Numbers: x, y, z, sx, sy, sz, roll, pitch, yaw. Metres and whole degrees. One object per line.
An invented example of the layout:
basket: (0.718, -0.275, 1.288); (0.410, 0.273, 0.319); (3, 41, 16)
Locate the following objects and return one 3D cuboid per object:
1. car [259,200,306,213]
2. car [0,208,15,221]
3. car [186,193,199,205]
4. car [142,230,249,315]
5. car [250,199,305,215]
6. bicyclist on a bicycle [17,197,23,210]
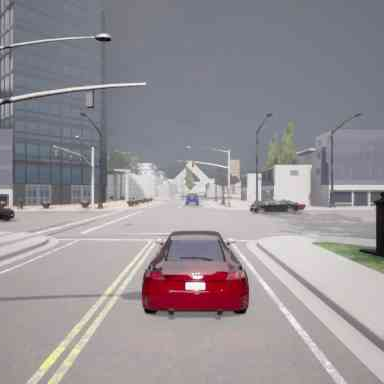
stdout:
car: (10.004, 1.599, 37.106); (4.718, 1.301, 1.895); (0, 0, 2)
car: (-16.612, 1.587, 26.091); (5.008, 1.535, 1.882); (-1, 0, 0)
car: (0.061, 1.221, 60.285); (2.150, 2.045, 5.566); (0, 0, 0)
car: (0.071, 1.564, 7.642); (1.994, 1.385, 4.181); (0, 0, 0)
car: (8.286, 1.491, 33.488); (4.902, 1.511, 2.128); (0, 0, 0)
bicyclist on a bicycle: (-21.999, 1.466, 42.523); (0.582, 1.620, 1.656); (-1, 0, 0)
